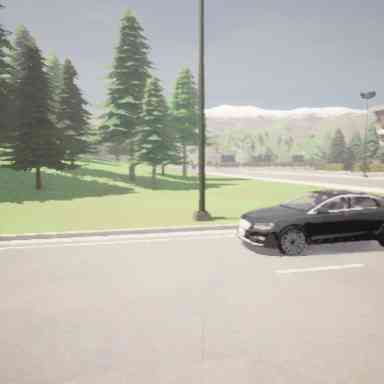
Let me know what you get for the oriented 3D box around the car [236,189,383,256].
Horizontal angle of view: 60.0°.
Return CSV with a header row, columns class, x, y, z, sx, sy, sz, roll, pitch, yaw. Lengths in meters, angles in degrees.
class,x,y,z,sx,sy,sz,roll,pitch,yaw
car,3.663,0.702,9.119,4.902,1.511,2.128,-1,5,-13
